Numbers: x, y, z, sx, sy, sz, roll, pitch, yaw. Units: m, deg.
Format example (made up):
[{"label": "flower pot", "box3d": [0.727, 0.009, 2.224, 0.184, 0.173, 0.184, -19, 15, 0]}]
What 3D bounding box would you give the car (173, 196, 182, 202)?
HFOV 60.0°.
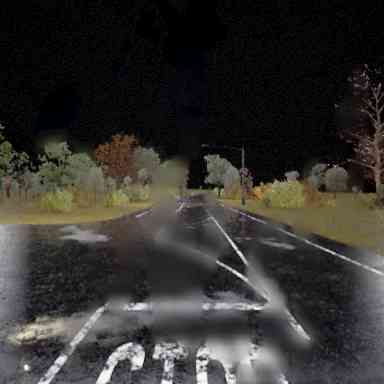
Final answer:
[{"label": "car", "box3d": [-3.321, 1.619, 77.845, 1.812, 1.442, 4.674, 0, 0, 2]}]
